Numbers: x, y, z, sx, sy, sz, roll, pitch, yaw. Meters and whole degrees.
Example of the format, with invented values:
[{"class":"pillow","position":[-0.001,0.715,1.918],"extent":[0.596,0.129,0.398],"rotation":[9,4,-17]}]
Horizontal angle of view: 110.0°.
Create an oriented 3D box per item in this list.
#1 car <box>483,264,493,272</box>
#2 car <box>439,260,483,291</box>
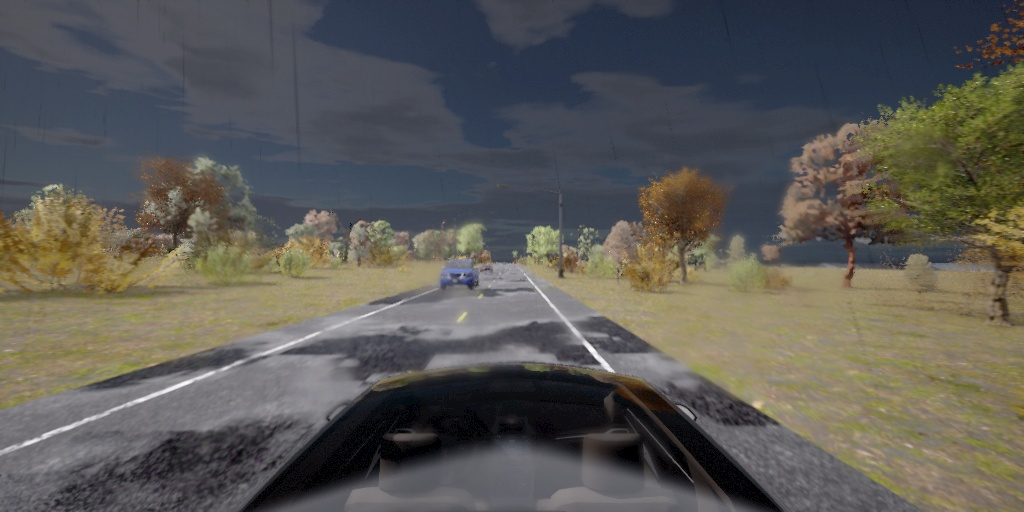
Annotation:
[{"class":"car","position":[-4.475,2.107,64.351],"extent":[1.994,1.385,4.181],"rotation":[0,-1,-6]},{"class":"car","position":[-3.561,1.261,25.195],"extent":[2.150,2.045,5.566],"rotation":[0,-1,0]}]
